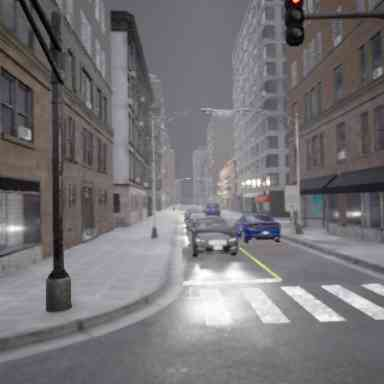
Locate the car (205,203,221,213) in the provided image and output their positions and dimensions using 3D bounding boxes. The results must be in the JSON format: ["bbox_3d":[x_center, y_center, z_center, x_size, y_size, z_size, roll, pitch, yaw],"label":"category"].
[{"bbox_3d":[2.697,2.508,45.760,2.150,2.045,5.566,-1,-1,-1],"label":"car"}]

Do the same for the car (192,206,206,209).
[{"bbox_3d":[0.161,2.542,35.441,1.837,1.490,4.892,-1,-1,-2],"label":"car"}]

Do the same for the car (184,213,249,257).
[{"bbox_3d":[0.827,1.923,15.049,2.128,1.511,4.902,-1,-2,-4],"label":"car"}]

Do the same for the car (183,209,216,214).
[{"bbox_3d":[0.496,2.260,25.207,1.812,1.442,4.674,-1,-2,-2],"label":"car"}]

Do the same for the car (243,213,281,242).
[{"bbox_3d":[3.618,1.968,19.110,1.882,1.535,5.008,-1,-2,-2],"label":"car"}]
